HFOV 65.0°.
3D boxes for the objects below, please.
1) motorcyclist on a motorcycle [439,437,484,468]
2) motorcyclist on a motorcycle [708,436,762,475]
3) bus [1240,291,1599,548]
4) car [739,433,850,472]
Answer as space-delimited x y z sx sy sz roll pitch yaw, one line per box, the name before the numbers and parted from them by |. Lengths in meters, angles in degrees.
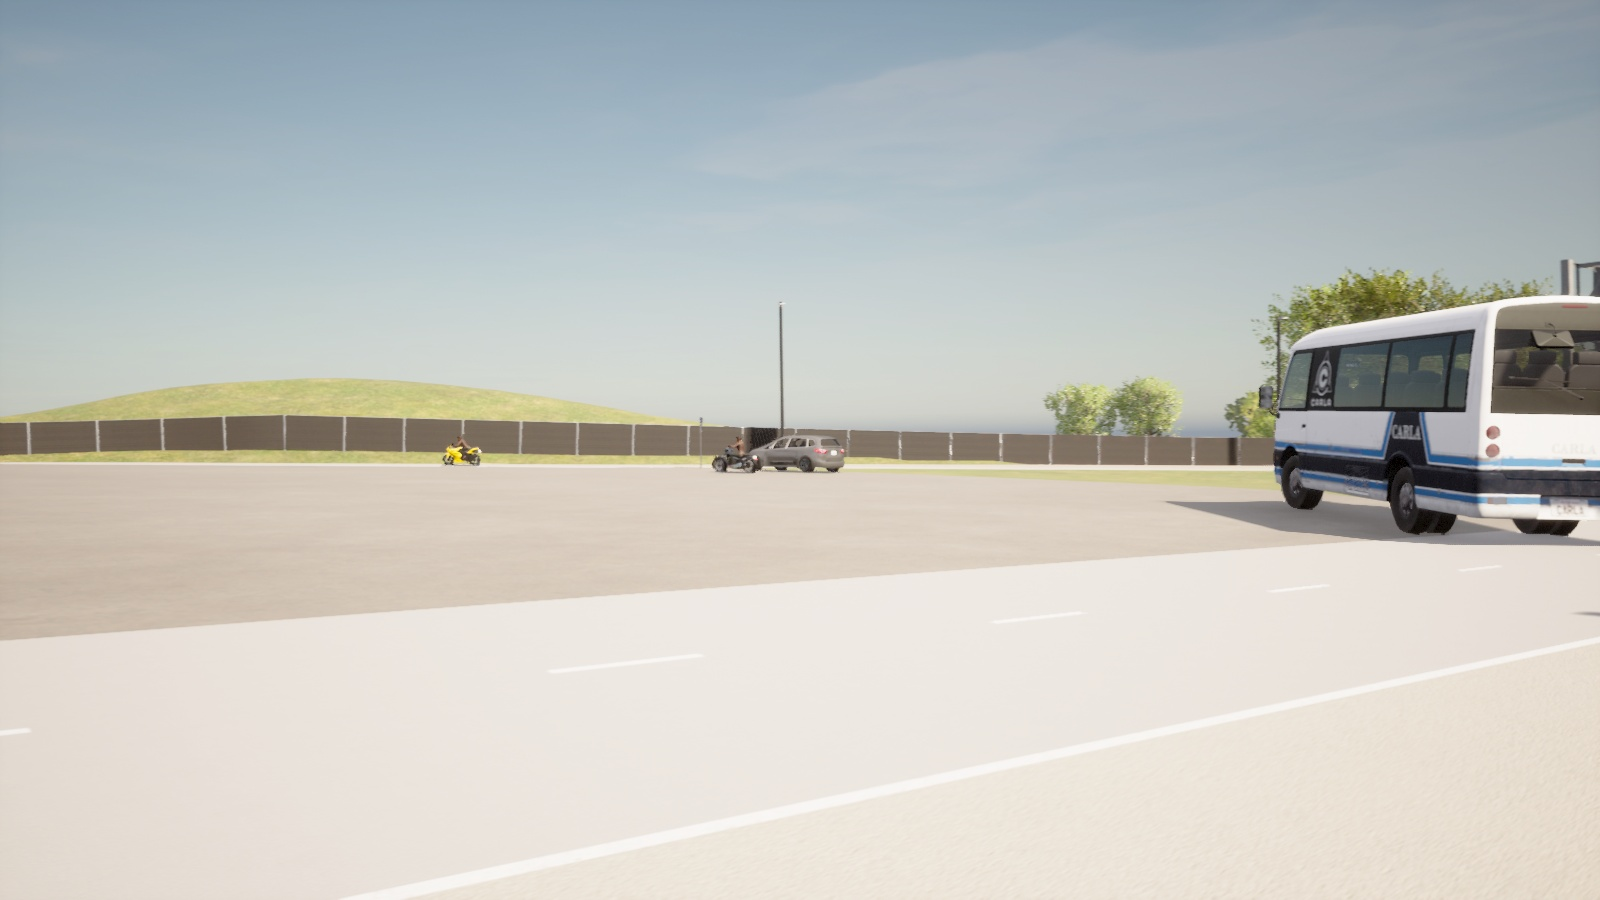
motorcyclist on a motorcycle | -17.030 0.123 63.150 2.044 1.523 0.797 0 1 8
motorcyclist on a motorcycle | -2.812 0.216 54.039 2.350 1.649 0.766 0 1 36
bus | 12.838 -0.679 26.103 3.944 4.253 10.273 1 2 2
car | -0.273 0.087 56.546 4.611 1.667 2.242 1 1 37
